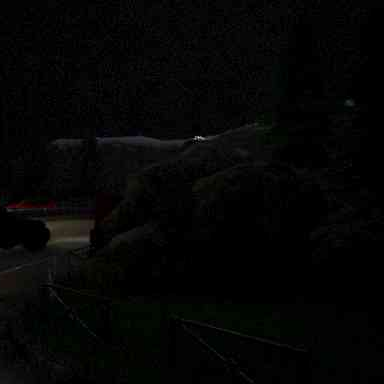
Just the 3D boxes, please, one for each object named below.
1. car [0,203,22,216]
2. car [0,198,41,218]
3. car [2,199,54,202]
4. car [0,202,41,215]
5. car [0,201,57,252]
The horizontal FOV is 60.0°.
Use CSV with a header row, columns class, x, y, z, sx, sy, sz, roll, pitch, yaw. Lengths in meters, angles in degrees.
class,x,y,z,sx,sy,sz,roll,pitch,yaw
car,-23.418,2.131,40.189,1.837,1.490,4.892,-1,-1,35
car,-20.593,1.811,38.131,2.150,2.045,5.566,-1,0,35
car,-17.591,1.776,36.318,2.150,2.045,5.566,-1,-1,35
car,-23.874,2.209,45.625,2.033,1.411,5.357,-1,0,35
car,-8.482,1.565,13.298,2.150,2.045,5.566,-2,-1,28
